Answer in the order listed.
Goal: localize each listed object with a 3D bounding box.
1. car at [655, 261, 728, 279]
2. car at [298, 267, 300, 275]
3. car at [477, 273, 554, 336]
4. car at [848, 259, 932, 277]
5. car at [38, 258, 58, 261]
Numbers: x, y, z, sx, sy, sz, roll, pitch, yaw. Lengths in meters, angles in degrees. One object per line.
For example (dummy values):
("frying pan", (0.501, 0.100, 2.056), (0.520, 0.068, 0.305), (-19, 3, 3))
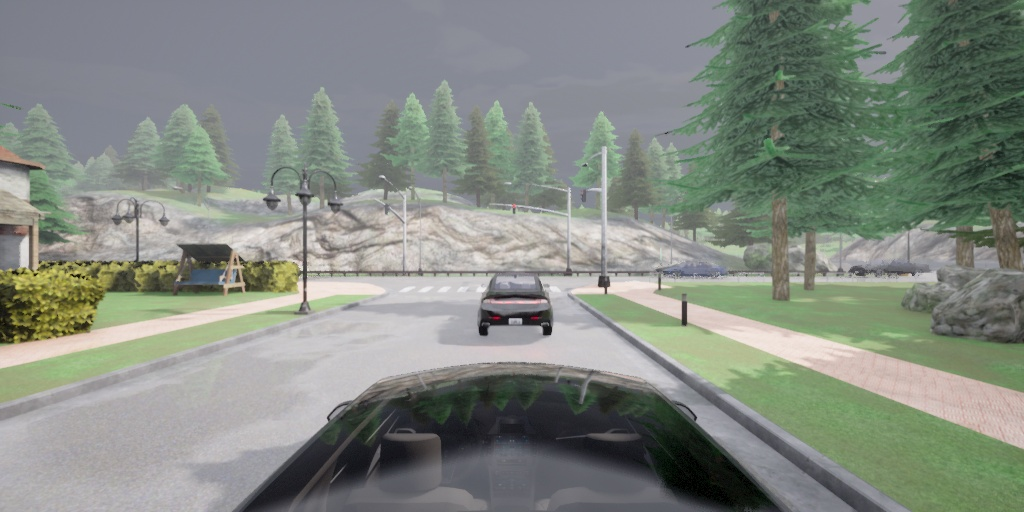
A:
("car", (14.711, 1.122, 29.511), (5.357, 1.411, 2.033), (0, 0, 0))
("car", (-19.902, 1.139, 29.604), (4.181, 1.385, 1.994), (0, 0, 0))
("car", (0.098, 1.237, 10.383), (2.128, 1.511, 4.902), (0, 0, 1))
("car", (30.929, 0.920, 29.379), (5.357, 1.411, 2.033), (0, 0, 0))
("car", (-33.896, 0.928, 25.930), (4.553, 1.767, 2.097), (0, 0, 0))
